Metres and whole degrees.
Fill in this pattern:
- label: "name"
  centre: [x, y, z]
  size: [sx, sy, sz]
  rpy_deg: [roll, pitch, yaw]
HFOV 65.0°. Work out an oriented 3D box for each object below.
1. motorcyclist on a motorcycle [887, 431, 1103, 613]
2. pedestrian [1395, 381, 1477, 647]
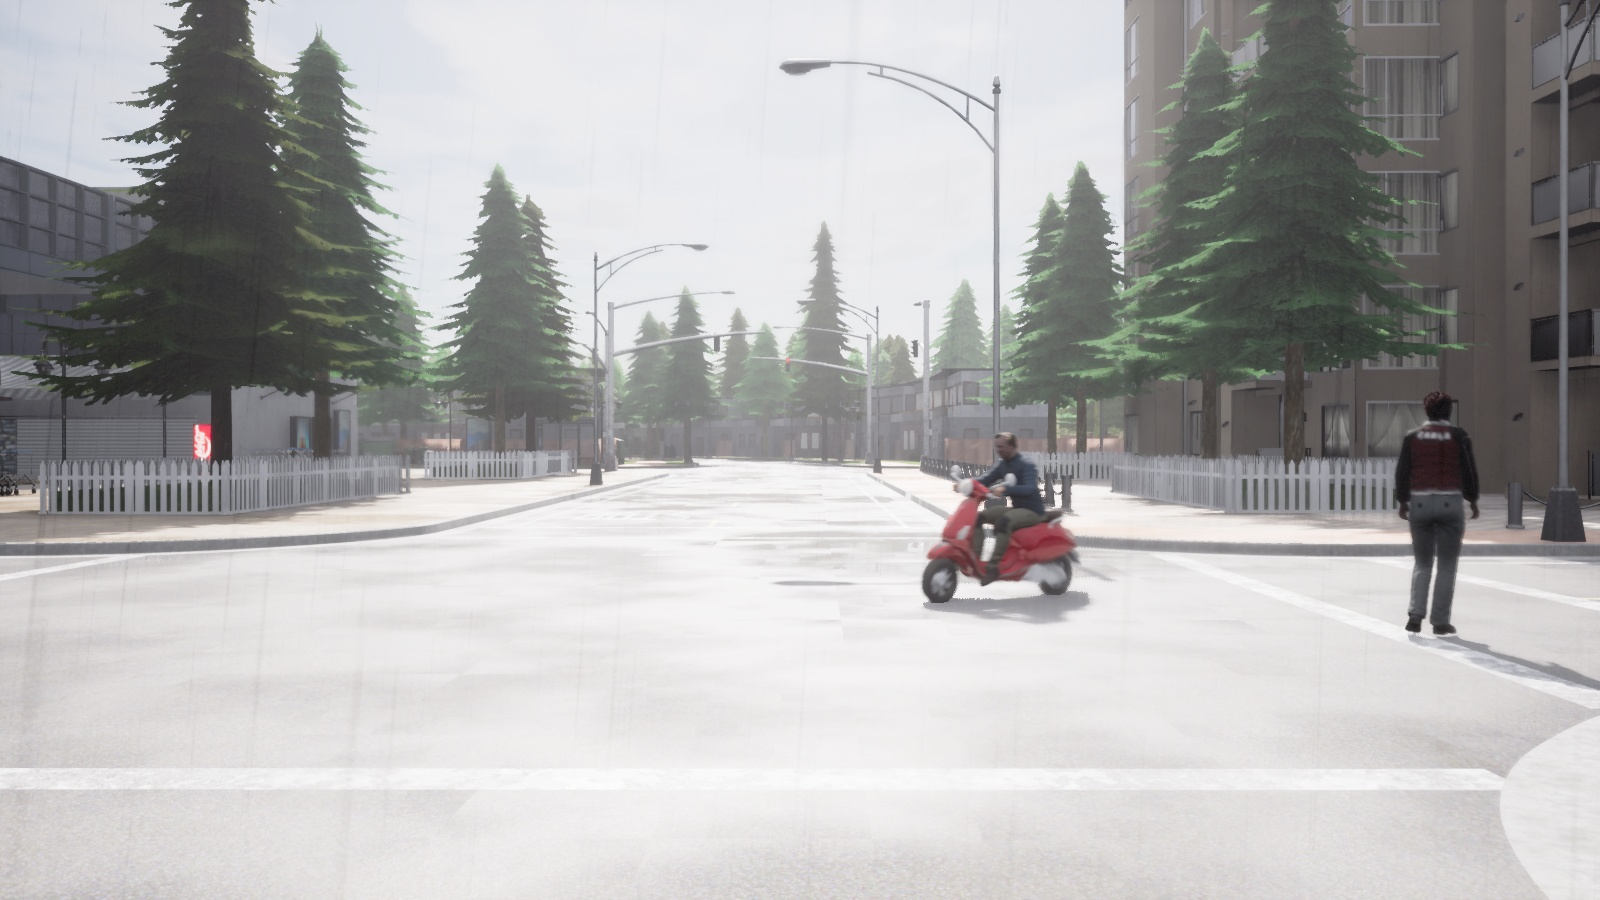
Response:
- label: "motorcyclist on a motorcycle"
  centre: [1.842, 0.627, 11.861]
  size: [1.817, 1.590, 0.866]
  rpy_deg: [0, 2, -27]
- label: "pedestrian"
  centre: [4.797, 0.462, 9.466]
  size: [0.402, 1.930, 0.666]
  rpy_deg: [0, 0, 40]
